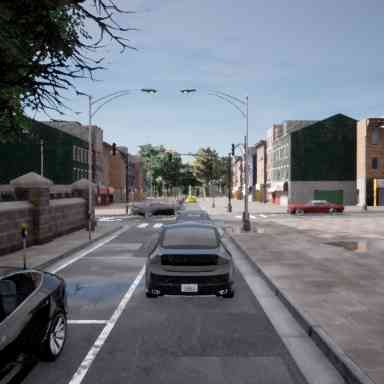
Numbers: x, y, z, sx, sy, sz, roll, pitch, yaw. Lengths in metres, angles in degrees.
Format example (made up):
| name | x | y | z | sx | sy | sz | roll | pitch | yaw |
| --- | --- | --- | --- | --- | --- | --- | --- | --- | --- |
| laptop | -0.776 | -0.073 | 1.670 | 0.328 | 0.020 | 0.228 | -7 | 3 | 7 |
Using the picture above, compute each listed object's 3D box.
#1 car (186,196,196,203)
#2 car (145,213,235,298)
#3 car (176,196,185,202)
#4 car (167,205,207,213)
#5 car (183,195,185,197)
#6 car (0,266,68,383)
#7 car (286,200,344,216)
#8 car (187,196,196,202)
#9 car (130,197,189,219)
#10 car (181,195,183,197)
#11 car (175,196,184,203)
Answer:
| name | x | y | z | sx | sy | sz | roll | pitch | yaw |
| --- | --- | --- | --- | --- | --- | --- | --- | --- | --- |
| car | -0.079 | 1.585 | 71.670 | 1.882 | 1.535 | 5.008 | 0 | 0 | 0 |
| car | -0.033 | 1.505 | 8.491 | 1.837 | 1.490 | 4.892 | 0 | 0 | 0 |
| car | -2.746 | 1.693 | 79.558 | 1.947 | 1.339 | 4.313 | -1 | 0 | 0 |
| car | 0.079 | 1.553 | 15.936 | 2.033 | 1.411 | 5.357 | 0 | 0 | 0 |
| car | -2.726 | 1.630 | 63.253 | 1.887 | 1.381 | 4.507 | -1 | 0 | 0 |
| car | -2.648 | 1.565 | 3.195 | 1.947 | 1.339 | 4.313 | -1 | 0 | 0 |
| car | 10.920 | 1.429 | 29.802 | 4.718 | 1.301 | 1.895 | -1 | 1 | 0 |
| car | -0.103 | 1.674 | 82.105 | 2.033 | 1.411 | 5.357 | 0 | 0 | 0 |
| car | -3.085 | 1.536 | 29.506 | 4.902 | 1.511 | 2.128 | -1 | 1 | -35 |
| car | -2.706 | 1.489 | 46.949 | 1.967 | 1.590 | 4.097 | -1 | 0 | 0 |
| car | -2.739 | 1.658 | 74.123 | 1.887 | 1.381 | 4.507 | -1 | 0 | 0 |
